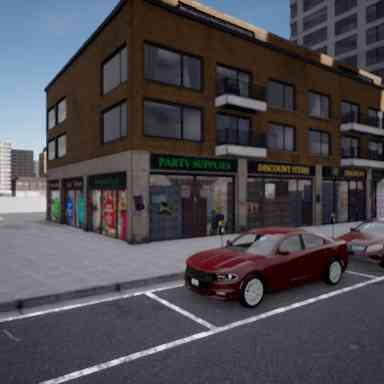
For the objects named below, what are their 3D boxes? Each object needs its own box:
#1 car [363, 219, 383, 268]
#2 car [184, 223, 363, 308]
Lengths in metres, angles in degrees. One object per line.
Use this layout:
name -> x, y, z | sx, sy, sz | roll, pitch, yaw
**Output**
car -> 6.383, 1.570, 11.103 | 4.206, 1.307, 1.802 | 0, 0, -36
car -> 1.889, 1.539, 7.888 | 4.507, 1.381, 1.887 | 0, 0, -36
